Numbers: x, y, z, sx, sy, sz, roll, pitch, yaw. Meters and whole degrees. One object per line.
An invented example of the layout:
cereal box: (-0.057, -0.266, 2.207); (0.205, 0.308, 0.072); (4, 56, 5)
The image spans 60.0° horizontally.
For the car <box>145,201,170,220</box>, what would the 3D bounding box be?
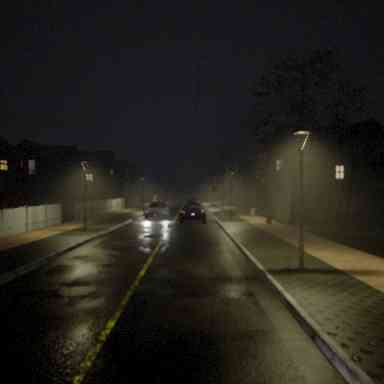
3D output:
car: (-2.881, 1.537, 28.379); (1.812, 1.442, 4.674); (0, 0, 0)

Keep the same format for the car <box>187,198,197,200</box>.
car: (0.047, 1.543, 41.988); (1.812, 1.442, 4.674); (0, 0, 0)

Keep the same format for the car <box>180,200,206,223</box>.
car: (0.067, 1.574, 25.984); (1.994, 1.385, 4.181); (0, 0, 0)
